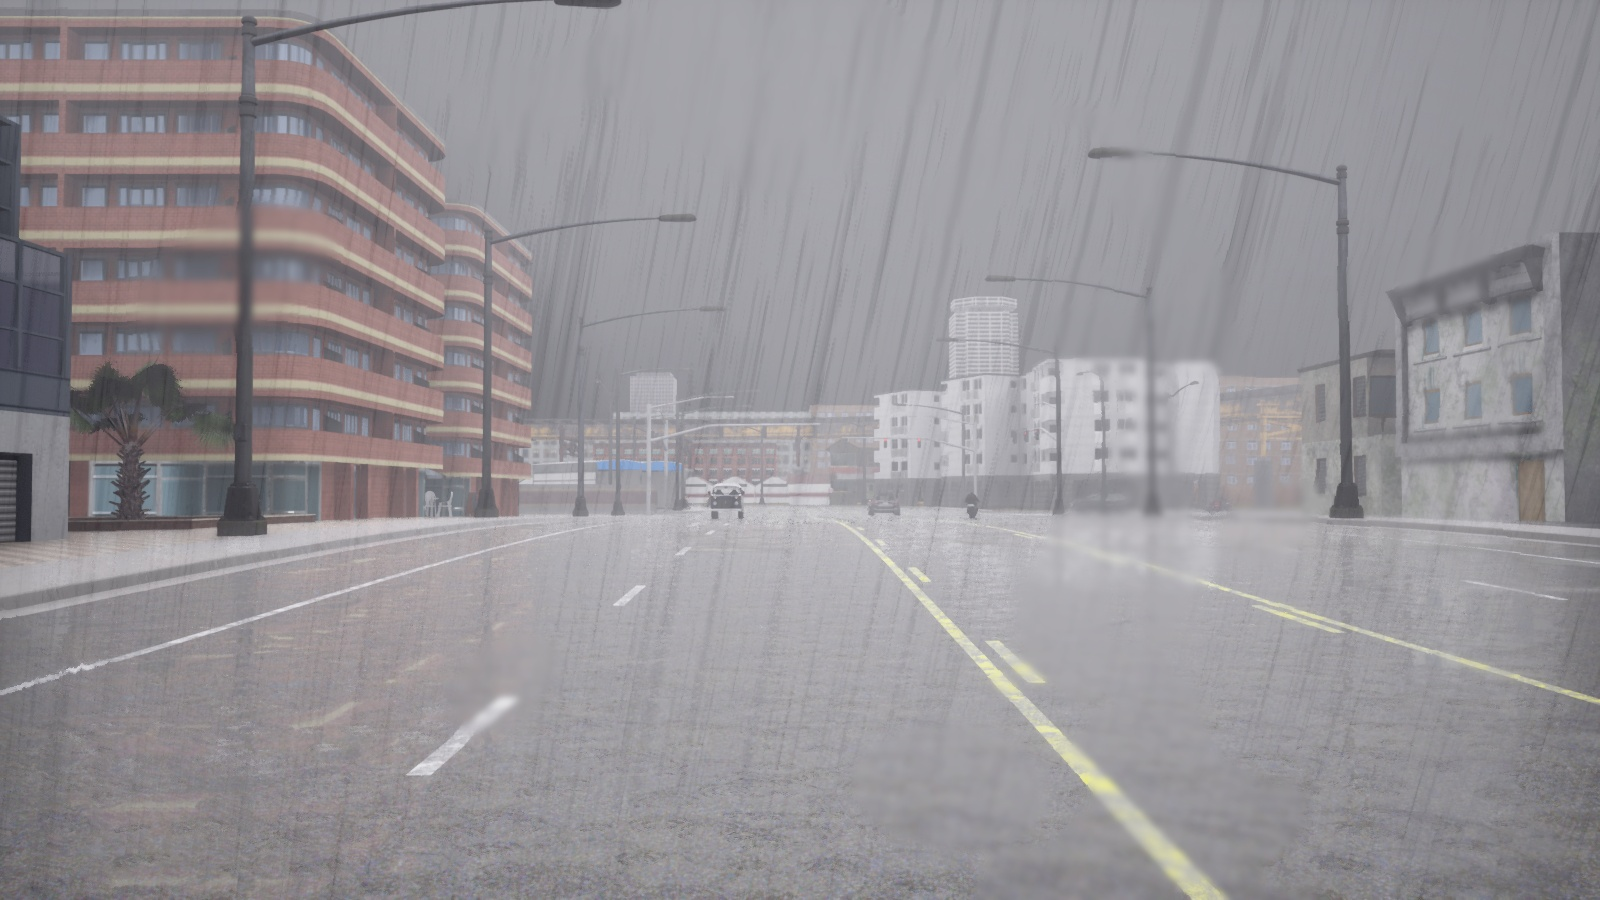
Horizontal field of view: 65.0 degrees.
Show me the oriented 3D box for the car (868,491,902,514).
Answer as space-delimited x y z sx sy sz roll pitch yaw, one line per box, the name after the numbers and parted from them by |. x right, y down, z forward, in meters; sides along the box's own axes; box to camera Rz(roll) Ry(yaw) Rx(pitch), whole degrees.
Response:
6.308 3.939 94.028 2.242 1.667 4.611 -1 -2 1 | car

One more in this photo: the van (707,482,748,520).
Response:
-4.105 2.936 71.566 2.069 2.038 4.480 -1 -3 0 | van
